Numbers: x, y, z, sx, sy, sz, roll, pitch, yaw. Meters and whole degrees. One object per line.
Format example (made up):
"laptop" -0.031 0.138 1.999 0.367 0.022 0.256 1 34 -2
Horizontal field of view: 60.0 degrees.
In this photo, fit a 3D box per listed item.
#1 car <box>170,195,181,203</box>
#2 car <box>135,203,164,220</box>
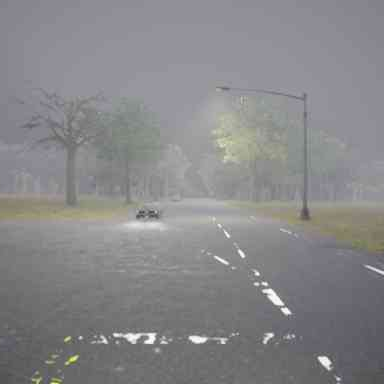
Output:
"car" -3.403 1.412 69.350 2.097 1.767 4.553 0 0 0
"car" -3.426 1.574 27.346 1.895 1.301 4.718 0 0 0
